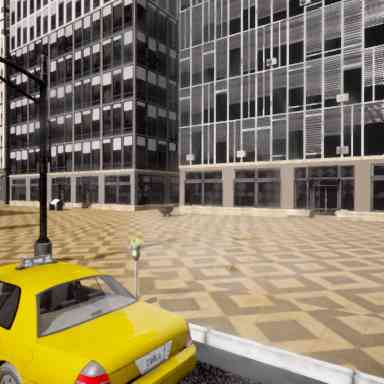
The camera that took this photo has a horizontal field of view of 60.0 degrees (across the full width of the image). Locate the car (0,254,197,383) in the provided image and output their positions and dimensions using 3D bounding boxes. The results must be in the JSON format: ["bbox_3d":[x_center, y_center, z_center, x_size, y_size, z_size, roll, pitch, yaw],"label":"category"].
[{"bbox_3d":[-2.228,1.525,4.479,4.829,1.417,1.752,0,0,36],"label":"car"}]
